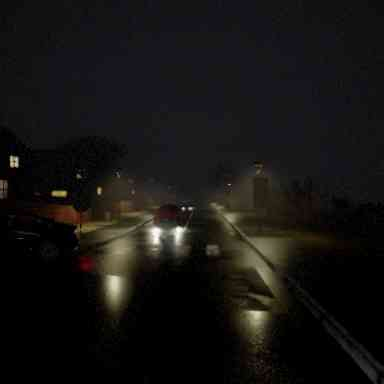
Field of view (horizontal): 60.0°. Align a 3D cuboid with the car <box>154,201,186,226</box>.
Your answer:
[{"bbox_3d":[-1.753,1.693,25.878,1.882,1.535,5.008,0,0,2],"label":"car"}]

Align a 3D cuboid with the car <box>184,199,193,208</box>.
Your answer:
[{"bbox_3d":[-0.811,2.017,58.950,2.033,1.411,5.357,0,0,2],"label":"car"}]

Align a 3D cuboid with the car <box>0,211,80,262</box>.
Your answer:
[{"bbox_3d":[-6.153,1.360,10.693,4.902,1.511,2.128,5,-2,-27],"label":"car"}]
